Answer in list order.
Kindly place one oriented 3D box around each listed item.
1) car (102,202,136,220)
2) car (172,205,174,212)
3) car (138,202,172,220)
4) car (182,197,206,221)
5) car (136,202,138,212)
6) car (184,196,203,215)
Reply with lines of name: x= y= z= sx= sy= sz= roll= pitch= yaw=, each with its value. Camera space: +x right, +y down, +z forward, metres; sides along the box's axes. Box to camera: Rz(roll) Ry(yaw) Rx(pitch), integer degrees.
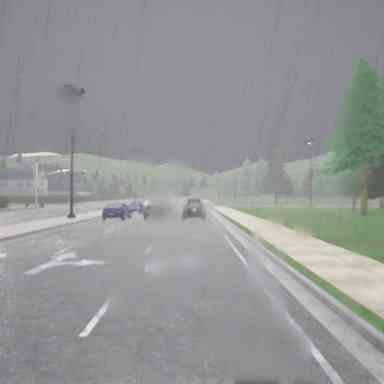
car: x=-6.845 y=1.751 z=30.770 sx=1.882 sy=1.535 sz=5.008 roll=0 pitch=-1 yaw=0
car: x=-3.377 y=1.917 z=41.390 sx=2.033 sy=1.411 sz=5.357 roll=0 pitch=0 yaw=0
car: x=-3.343 y=1.768 z=31.008 sx=2.128 sy=1.511 sz=4.902 roll=0 pitch=-1 yaw=1
car: x=0.191 y=1.627 z=30.683 sx=2.097 sy=1.767 sz=4.553 roll=0 pitch=-1 yaw=0
car: x=-6.877 y=1.916 z=41.454 sx=2.033 sy=1.411 sz=5.357 roll=0 pitch=0 yaw=0
car: x=0.186 y=1.587 z=40.771 sx=2.150 sy=2.045 sz=5.566 roll=0 pitch=0 yaw=0
